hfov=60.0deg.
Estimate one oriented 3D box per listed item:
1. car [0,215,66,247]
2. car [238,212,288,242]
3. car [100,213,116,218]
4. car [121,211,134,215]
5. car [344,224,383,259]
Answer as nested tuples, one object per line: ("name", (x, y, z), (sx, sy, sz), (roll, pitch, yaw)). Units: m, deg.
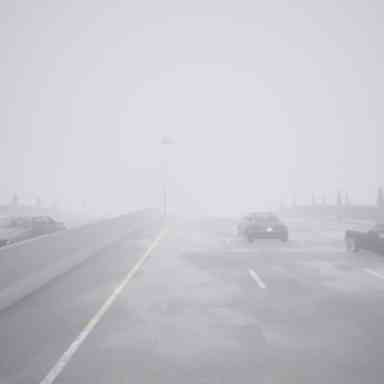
("car", (-7.096, 1.694, 14.179), (2.033, 1.411, 5.357), (0, -1, 0))
("car", (3.604, 1.743, 17.483), (1.994, 1.385, 4.181), (0, -1, 0))
("car", (-14.039, 4.141, 55.943), (1.994, 1.385, 4.181), (0, -8, 0))
("car", (-10.538, 3.938, 56.020), (2.097, 1.767, 4.553), (0, -8, 0))
("car", (7.103, 1.718, 11.427), (1.895, 1.301, 4.718), (0, -1, 0))
